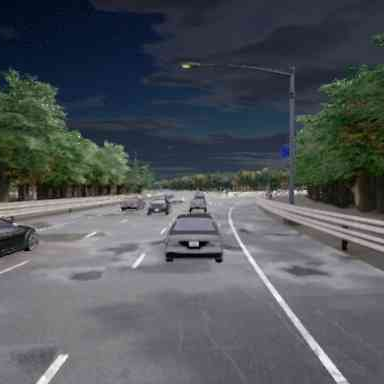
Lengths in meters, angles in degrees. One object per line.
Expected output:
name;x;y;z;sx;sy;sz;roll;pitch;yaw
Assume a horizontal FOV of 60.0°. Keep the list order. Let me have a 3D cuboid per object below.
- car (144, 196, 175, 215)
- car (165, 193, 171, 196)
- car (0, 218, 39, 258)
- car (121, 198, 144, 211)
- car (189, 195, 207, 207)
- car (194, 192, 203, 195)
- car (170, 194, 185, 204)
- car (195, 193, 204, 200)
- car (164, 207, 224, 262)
car;-2.919;1.346;30.724;1.812;1.442;4.674;0;0;2
car;-5.300;1.059;75.965;2.128;1.511;4.902;0;0;1
car;-6.838;1.505;10.941;1.994;1.385;4.181;0;0;1
car;-6.313;1.324;36.186;2.033;1.411;5.357;0;0;2
car;0.647;1.335;35.641;2.033;1.411;5.357;0;0;2
car;1.405;1.119;61.421;1.837;1.490;4.892;0;0;2
car;-2.191;1.248;54.662;1.895;1.301;4.718;0;0;2
car;1.664;1.029;73.387;1.882;1.535;5.008;0;0;1
car;0.085;1.490;11.863;2.033;1.411;5.357;0;0;1
